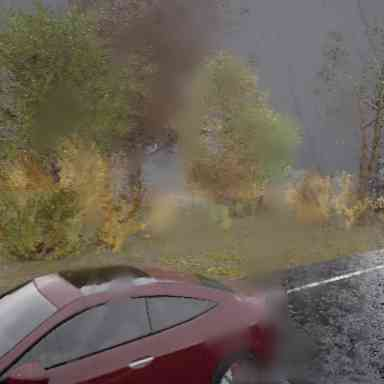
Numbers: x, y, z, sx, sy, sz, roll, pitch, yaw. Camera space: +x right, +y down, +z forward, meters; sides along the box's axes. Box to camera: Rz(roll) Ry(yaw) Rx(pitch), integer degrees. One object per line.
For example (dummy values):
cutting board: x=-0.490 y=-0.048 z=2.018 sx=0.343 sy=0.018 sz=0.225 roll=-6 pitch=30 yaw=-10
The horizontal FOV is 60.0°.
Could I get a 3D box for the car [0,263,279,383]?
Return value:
car: x=-1.125 y=1.528 z=3.205 sx=4.674 sy=1.442 sz=1.812 roll=0 pitch=0 yaw=-35
